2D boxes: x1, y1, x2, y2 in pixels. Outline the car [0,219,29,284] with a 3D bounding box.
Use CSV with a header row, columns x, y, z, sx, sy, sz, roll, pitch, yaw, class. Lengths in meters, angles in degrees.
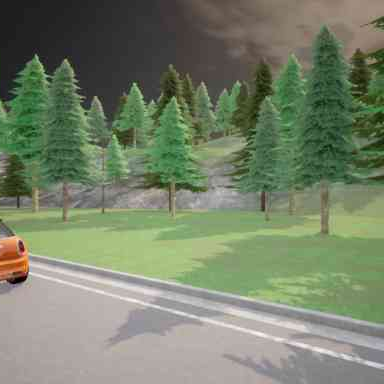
x,y,z,sx,sy,sz,roll,pitch,yaw,class
-6.136,1.352,8.342,4.553,1.767,2.097,0,0,35,car
